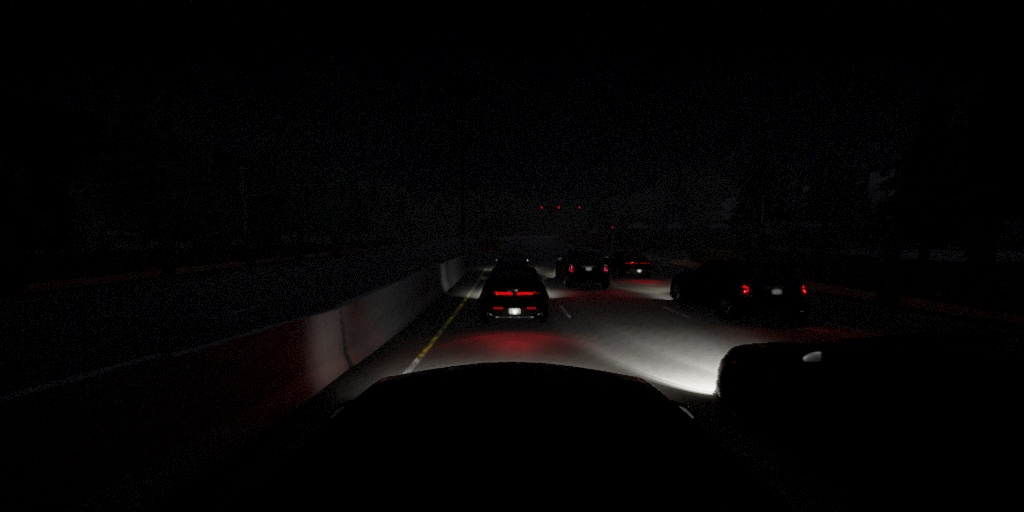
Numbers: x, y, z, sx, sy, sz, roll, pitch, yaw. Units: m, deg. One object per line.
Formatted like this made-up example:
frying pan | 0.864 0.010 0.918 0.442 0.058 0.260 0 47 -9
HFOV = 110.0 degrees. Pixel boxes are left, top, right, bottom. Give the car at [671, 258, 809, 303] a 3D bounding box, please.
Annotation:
car | 7.056 0.883 11.688 2.097 1.767 4.553 0 3 0

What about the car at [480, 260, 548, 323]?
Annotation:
car | 0.059 1.050 11.309 1.837 1.490 4.892 0 2 0

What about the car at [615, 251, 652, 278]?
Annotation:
car | 7.001 0.417 22.145 1.837 1.490 4.892 0 4 0

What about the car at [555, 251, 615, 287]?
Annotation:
car | 3.518 0.488 18.618 2.097 1.767 4.553 0 4 0

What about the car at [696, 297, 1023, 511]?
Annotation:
car | 3.594 1.310 2.892 1.994 1.385 4.181 0 0 0

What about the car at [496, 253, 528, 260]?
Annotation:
car | 0.008 0.541 20.808 2.033 1.411 5.357 0 4 0
